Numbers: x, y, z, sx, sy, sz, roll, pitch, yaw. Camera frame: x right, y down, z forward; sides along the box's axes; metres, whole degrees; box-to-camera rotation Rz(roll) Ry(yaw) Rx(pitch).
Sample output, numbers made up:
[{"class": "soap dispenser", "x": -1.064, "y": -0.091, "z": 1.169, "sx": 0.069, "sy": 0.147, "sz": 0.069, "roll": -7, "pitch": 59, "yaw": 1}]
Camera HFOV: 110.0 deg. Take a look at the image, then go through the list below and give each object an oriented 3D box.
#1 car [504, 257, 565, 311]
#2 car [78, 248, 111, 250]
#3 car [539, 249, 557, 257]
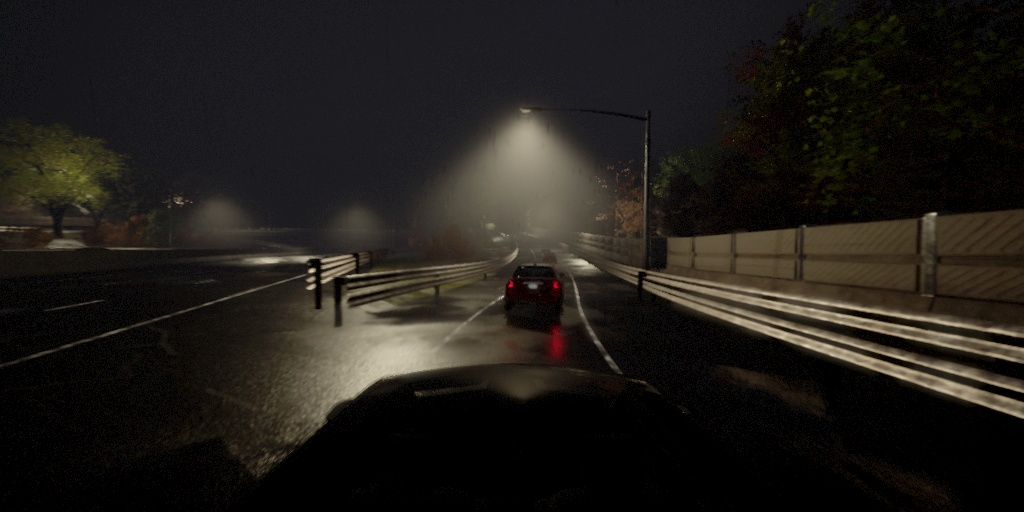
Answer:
[{"class": "car", "x": 1.027, "y": 1.070, "z": 14.484, "sx": 2.097, "sy": 1.767, "sz": 4.553, "roll": 1, "pitch": 0, "yaw": 8}, {"class": "car", "x": -40.406, "y": -0.047, "z": 34.426, "sx": 1.837, "sy": 1.490, "sz": 4.892, "roll": 0, "pitch": 1, "yaw": -17}, {"class": "car", "x": 4.929, "y": 0.190, "z": 47.721, "sx": 1.882, "sy": 1.535, "sz": 5.008, "roll": 1, "pitch": 4, "yaw": 3}]
